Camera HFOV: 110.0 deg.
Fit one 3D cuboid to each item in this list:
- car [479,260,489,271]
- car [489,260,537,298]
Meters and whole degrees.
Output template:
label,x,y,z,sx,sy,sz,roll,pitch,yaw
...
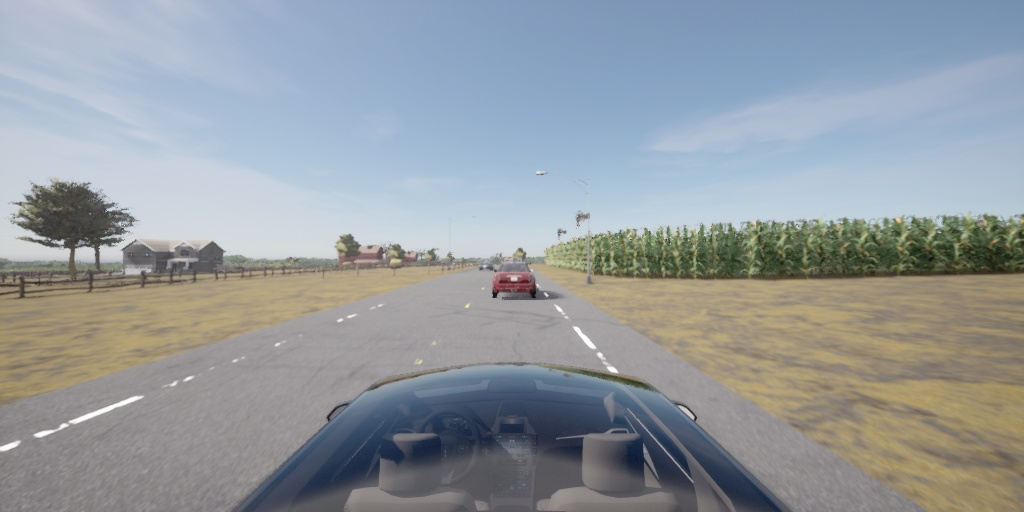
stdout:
label,x,y,z,sx,sy,sz,roll,pitch,yaw
car,-3.541,1.269,49.773,2.128,1.511,4.902,0,0,1
car,0.099,1.071,18.520,2.097,1.767,4.553,0,0,0
